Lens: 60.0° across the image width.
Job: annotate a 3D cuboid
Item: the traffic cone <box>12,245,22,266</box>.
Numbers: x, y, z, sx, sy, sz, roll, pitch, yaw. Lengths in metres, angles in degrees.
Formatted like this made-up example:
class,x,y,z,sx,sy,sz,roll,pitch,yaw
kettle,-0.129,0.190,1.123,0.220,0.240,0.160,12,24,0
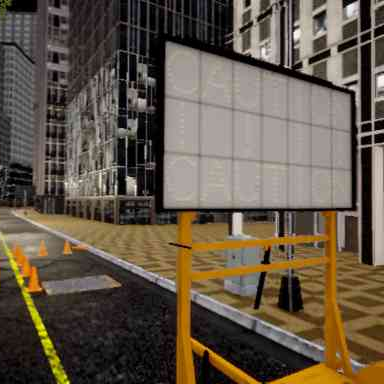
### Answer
class,x,y,z,sx,sy,sz,roll,pitch,yaw
traffic cone,-6.154,2.305,11.921,0.340,0.580,0.340,2,-2,-32

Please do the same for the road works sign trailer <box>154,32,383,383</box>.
class,x,y,z,sx,sy,sz,roll,pitch,yaw
road works sign trailer,0.626,0.582,3.223,2.380,3.560,2.880,2,-2,-32

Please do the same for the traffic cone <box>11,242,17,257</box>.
class,x,y,z,sx,sy,sz,roll,pitch,yaw
traffic cone,-7.204,2.353,13.623,0.340,0.580,0.340,2,-2,-32

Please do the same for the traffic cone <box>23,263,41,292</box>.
class,x,y,z,sx,sy,sz,roll,pitch,yaw
traffic cone,-4.055,2.209,8.518,0.340,0.580,0.340,2,-2,-32

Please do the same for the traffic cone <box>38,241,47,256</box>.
class,x,y,z,sx,sy,sz,roll,pitch,yaw
traffic cone,-6.353,2.377,14.147,0.340,0.580,0.340,2,-2,-32

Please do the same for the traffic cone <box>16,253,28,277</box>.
class,x,y,z,sx,sy,sz,roll,pitch,yaw
traffic cone,-5.104,2.257,10.220,0.340,0.580,0.340,2,-2,-32
